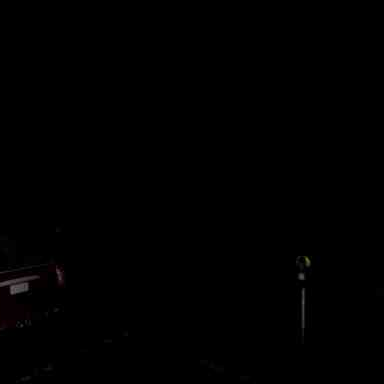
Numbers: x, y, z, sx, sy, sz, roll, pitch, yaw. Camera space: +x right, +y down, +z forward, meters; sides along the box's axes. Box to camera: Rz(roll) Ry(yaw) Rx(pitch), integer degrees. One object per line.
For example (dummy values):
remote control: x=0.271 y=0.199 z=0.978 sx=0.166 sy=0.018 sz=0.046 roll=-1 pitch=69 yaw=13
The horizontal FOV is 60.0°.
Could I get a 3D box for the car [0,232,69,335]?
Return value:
car: x=-4.109 y=1.437 z=6.012 sx=4.097 sy=1.590 sz=1.967 roll=0 pitch=0 yaw=36
